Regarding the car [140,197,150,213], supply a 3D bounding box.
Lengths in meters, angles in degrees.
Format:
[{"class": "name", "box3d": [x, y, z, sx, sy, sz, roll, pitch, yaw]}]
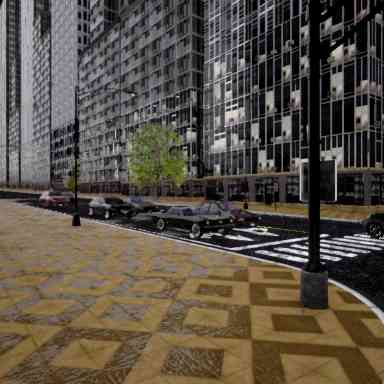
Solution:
[{"class": "car", "box3d": [-4.813, 1.097, 27.898, 2.033, 1.411, 5.357, 0, 1, -37]}]

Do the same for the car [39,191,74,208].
[{"class": "car", "box3d": [-14.474, 0.694, 34.971, 2.097, 1.767, 4.553, 0, 1, -38]}]

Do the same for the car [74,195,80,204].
[{"class": "car", "box3d": [-15.918, 0.766, 42.145, 2.033, 1.411, 5.357, 0, 1, -37]}]

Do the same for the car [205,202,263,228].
[{"class": "car", "box3d": [1.659, 1.289, 19.706, 2.033, 1.411, 5.357, 0, 1, -36]}]

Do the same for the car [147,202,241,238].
[{"class": "car", "box3d": [-0.065, 1.372, 16.587, 1.895, 1.301, 4.718, 0, 1, -38]}]

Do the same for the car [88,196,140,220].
[{"class": "car", "box3d": [-5.927, 1.103, 24.047, 1.837, 1.490, 4.892, 0, 1, -38]}]

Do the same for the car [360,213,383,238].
[{"class": "car", "box3d": [9.988, 1.267, 14.648, 2.097, 1.767, 4.553, 0, 2, -38]}]
